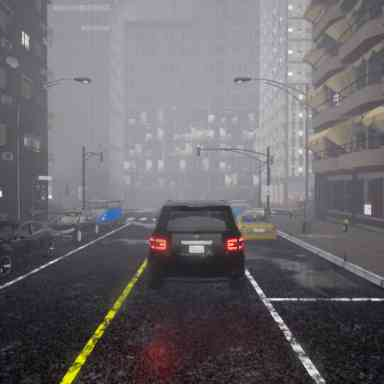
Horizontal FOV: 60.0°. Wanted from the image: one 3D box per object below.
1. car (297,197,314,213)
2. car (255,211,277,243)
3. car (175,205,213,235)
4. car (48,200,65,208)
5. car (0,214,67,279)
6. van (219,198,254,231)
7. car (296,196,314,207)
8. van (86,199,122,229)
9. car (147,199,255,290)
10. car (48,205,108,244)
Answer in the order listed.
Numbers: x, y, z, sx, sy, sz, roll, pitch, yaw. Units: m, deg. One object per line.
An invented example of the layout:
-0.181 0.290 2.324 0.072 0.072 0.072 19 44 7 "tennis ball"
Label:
14.928 1.582 37.875 4.674 1.442 1.812 0 1 -1 "car"
2.728 1.522 15.748 1.752 1.417 4.829 -1 0 0 "car"
0.126 1.560 19.525 1.994 1.385 4.181 0 0 1 "car"
-15.874 1.436 34.960 4.902 1.511 2.128 0 1 1 "car"
-5.669 1.563 10.030 1.947 1.339 4.313 -1 0 0 "car"
2.742 1.336 21.179 1.690 1.788 3.998 -1 0 0 "van"
15.362 1.337 40.471 5.009 1.841 2.192 0 1 1 "car"
-5.638 1.336 21.234 1.690 1.788 3.998 -1 0 0 "van"
0.107 1.219 9.230 2.150 2.045 5.566 0 0 0 "car"
-5.652 1.547 15.632 2.008 1.369 4.403 -1 0 0 "car"
